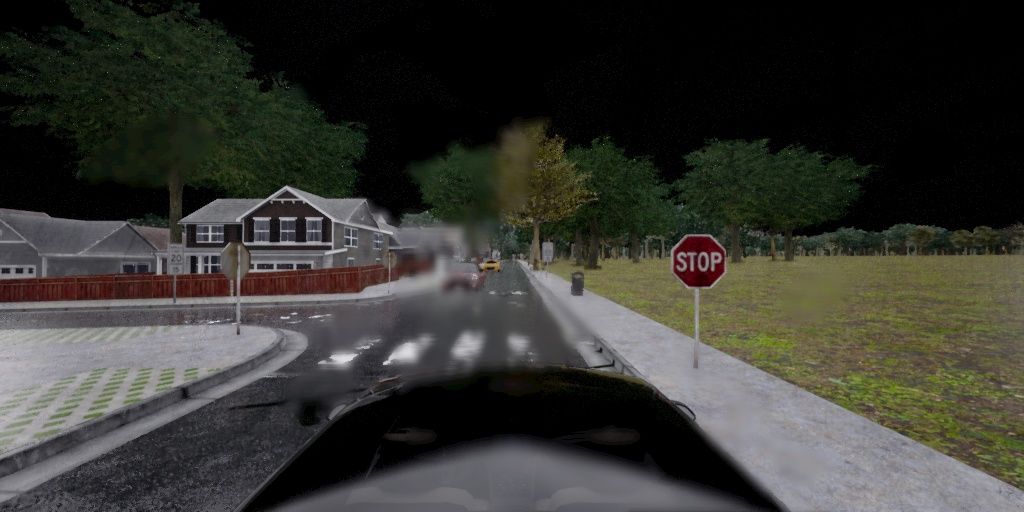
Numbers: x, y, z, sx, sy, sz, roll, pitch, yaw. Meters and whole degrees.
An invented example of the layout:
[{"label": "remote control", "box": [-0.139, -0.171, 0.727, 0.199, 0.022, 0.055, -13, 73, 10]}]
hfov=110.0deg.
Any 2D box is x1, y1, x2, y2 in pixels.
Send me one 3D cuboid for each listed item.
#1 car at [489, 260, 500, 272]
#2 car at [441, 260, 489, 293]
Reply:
[{"label": "car", "box": [-2.548, 1.247, 45.889, 1.882, 1.535, 5.008, 0, 0, 0]}, {"label": "car", "box": [-2.668, 1.108, 20.501, 2.097, 1.767, 4.553, 0, 0, 0]}]
